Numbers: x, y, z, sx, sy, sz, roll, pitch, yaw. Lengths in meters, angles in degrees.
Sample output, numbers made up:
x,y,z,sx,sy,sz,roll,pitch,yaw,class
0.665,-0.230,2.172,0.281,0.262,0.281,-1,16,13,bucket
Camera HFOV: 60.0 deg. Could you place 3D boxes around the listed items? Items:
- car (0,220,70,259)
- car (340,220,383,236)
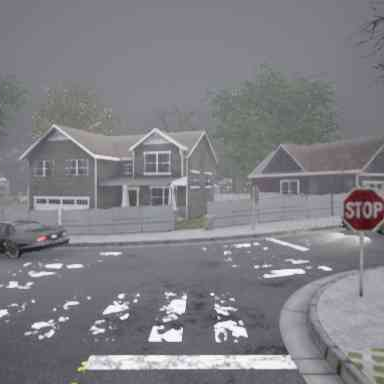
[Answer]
x,y,z,sx,sy,sz,roll,pitch,yaw,class
-7.700,1.868,13.686,5.357,1.411,2.033,-2,0,19,car
9.045,1.131,15.667,4.181,1.385,1.994,-3,2,-25,car
